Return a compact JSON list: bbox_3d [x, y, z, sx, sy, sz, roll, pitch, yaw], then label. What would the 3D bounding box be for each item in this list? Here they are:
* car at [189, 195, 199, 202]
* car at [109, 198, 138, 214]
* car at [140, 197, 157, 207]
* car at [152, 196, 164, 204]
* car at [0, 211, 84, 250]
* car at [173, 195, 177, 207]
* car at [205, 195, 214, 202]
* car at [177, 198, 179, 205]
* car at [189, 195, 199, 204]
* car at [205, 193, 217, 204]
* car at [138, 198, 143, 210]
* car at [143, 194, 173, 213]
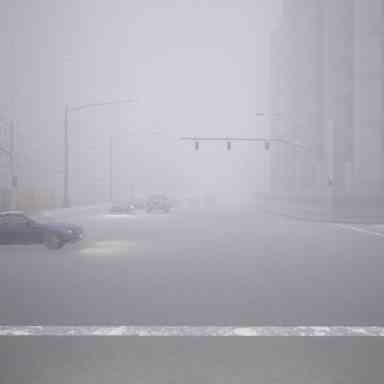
[{"bbox_3d":[0.407,1.524,75.336,2.128,1.511,4.902,0,0,1],"label":"car"},{"bbox_3d":[-7.277,1.564,34.995,1.994,1.385,4.181,0,0,1],"label":"car"},{"bbox_3d":[-6.998,1.564,53.740,1.994,1.385,4.181,0,0,1],"label":"car"},{"bbox_3d":[-6.740,1.526,67.092,1.812,1.442,4.674,0,0,1],"label":"car"},{"bbox_3d":[-6.876,1.526,13.650,4.674,1.442,1.812,0,0,0],"label":"car"},{"bbox_3d":[-3.595,1.505,47.494,1.837,1.490,4.892,0,0,1],"label":"car"},{"bbox_3d":[3.908,1.415,75.424,1.837,1.490,4.892,0,0,1],"label":"car"},{"bbox_3d":[-3.430,1.352,57.649,2.097,1.767,4.553,0,0,1],"label":"car"},{"bbox_3d":[0.357,1.564,65.463,1.994,1.385,4.181,0,0,1],"label":"car"},{"bbox_3d":[3.748,1.221,64.811,2.150,2.045,5.566,0,0,1],"label":"car"},{"bbox_3d":[-7.158,1.478,43.822,1.882,1.535,5.008,0,0,1],"label":"car"},{"bbox_3d":[-3.736,1.221,37.577,2.150,2.045,5.566,0,0,1],"label":"car"}]
